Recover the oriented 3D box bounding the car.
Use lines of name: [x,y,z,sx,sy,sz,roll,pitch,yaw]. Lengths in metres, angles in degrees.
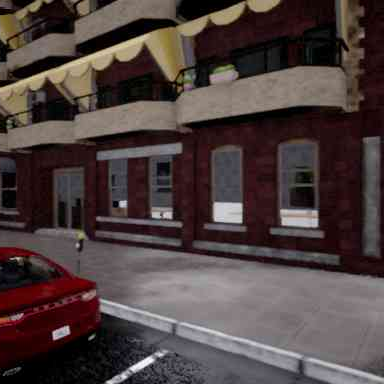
car: [-3.388,1.559,5.276,4.507,1.381,1.887,0,0,35]
